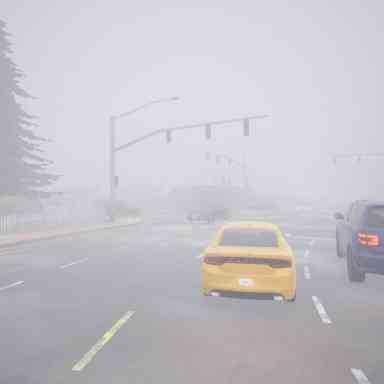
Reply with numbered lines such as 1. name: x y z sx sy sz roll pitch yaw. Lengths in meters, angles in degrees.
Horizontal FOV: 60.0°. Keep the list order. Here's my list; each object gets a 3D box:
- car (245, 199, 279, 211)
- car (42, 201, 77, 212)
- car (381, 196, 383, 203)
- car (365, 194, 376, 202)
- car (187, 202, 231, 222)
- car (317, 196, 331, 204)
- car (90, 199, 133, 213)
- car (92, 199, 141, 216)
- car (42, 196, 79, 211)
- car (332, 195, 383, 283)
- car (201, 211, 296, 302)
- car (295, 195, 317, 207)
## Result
1. car: 8.390 1.544 39.603 4.674 1.442 1.812 0 1 -37
2. car: -15.074 1.581 37.643 4.674 1.442 1.812 0 0 32
3. car: 40.544 1.540 69.224 2.033 1.411 5.357 0 0 32
4. car: 42.877 1.355 79.727 2.097 1.767 4.553 0 0 32
5. car: 1.406 1.530 25.594 2.128 1.511 4.902 0 0 31
6. car: 24.830 1.525 63.699 1.812 1.442 4.674 0 0 32
7. car: -9.289 1.560 38.163 4.892 1.490 1.837 0 0 32
8. car: -7.227 1.560 32.745 4.892 1.490 1.837 0 0 34
9. car: -17.011 1.407 42.979 4.553 1.767 2.097 0 0 32
10. car: 5.462 1.221 9.478 2.150 2.045 5.566 0 0 19
11. car: 1.498 1.478 8.449 1.882 1.535 5.008 0 0 12
12. car: 17.888 1.564 52.522 1.994 1.385 4.181 0 0 32
